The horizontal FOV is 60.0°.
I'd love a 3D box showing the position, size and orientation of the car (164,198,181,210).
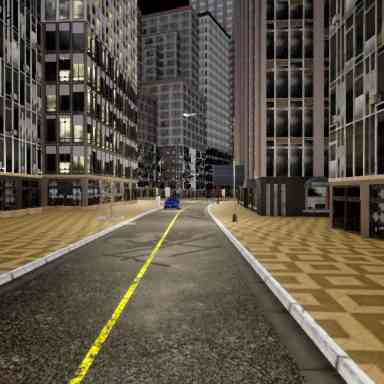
[{"bbox_3d":[-2.555,1.530,43.420,1.882,1.535,5.008,0,0,2],"label":"car"}]
